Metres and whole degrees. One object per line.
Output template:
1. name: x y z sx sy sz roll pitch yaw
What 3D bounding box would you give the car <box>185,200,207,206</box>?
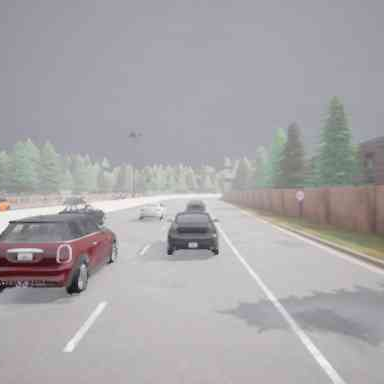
1. car: 0.374 1.536 31.943 1.837 1.490 4.892 0 0 1

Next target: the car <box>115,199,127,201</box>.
1. car: -13.047 1.573 60.124 2.128 1.511 4.902 0 0 1

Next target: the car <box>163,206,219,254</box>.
1. car: 0.042 1.518 13.453 1.837 1.490 4.892 0 0 0

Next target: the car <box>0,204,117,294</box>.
1. car: -3.458 1.361 9.000 2.097 1.767 4.553 0 0 0

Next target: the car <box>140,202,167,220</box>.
1. car: -3.225 1.552 28.172 1.812 1.442 4.674 0 0 1

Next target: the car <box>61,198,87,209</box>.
1. car: -16.875 1.555 47.762 1.837 1.490 4.892 0 -1 2
